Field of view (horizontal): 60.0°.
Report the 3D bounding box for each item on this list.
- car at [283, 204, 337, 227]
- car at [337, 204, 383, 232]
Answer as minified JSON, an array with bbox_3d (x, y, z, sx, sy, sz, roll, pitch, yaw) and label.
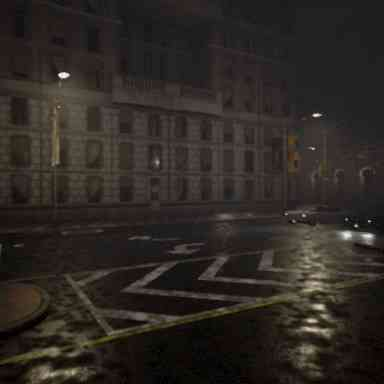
[{"bbox_3d":[8.253,1.487,21.638,4.718,1.301,1.895,0,0,-29],"label":"car"},{"bbox_3d":[11.220,1.425,19.270,5.357,1.411,2.033,0,0,-29],"label":"car"}]
